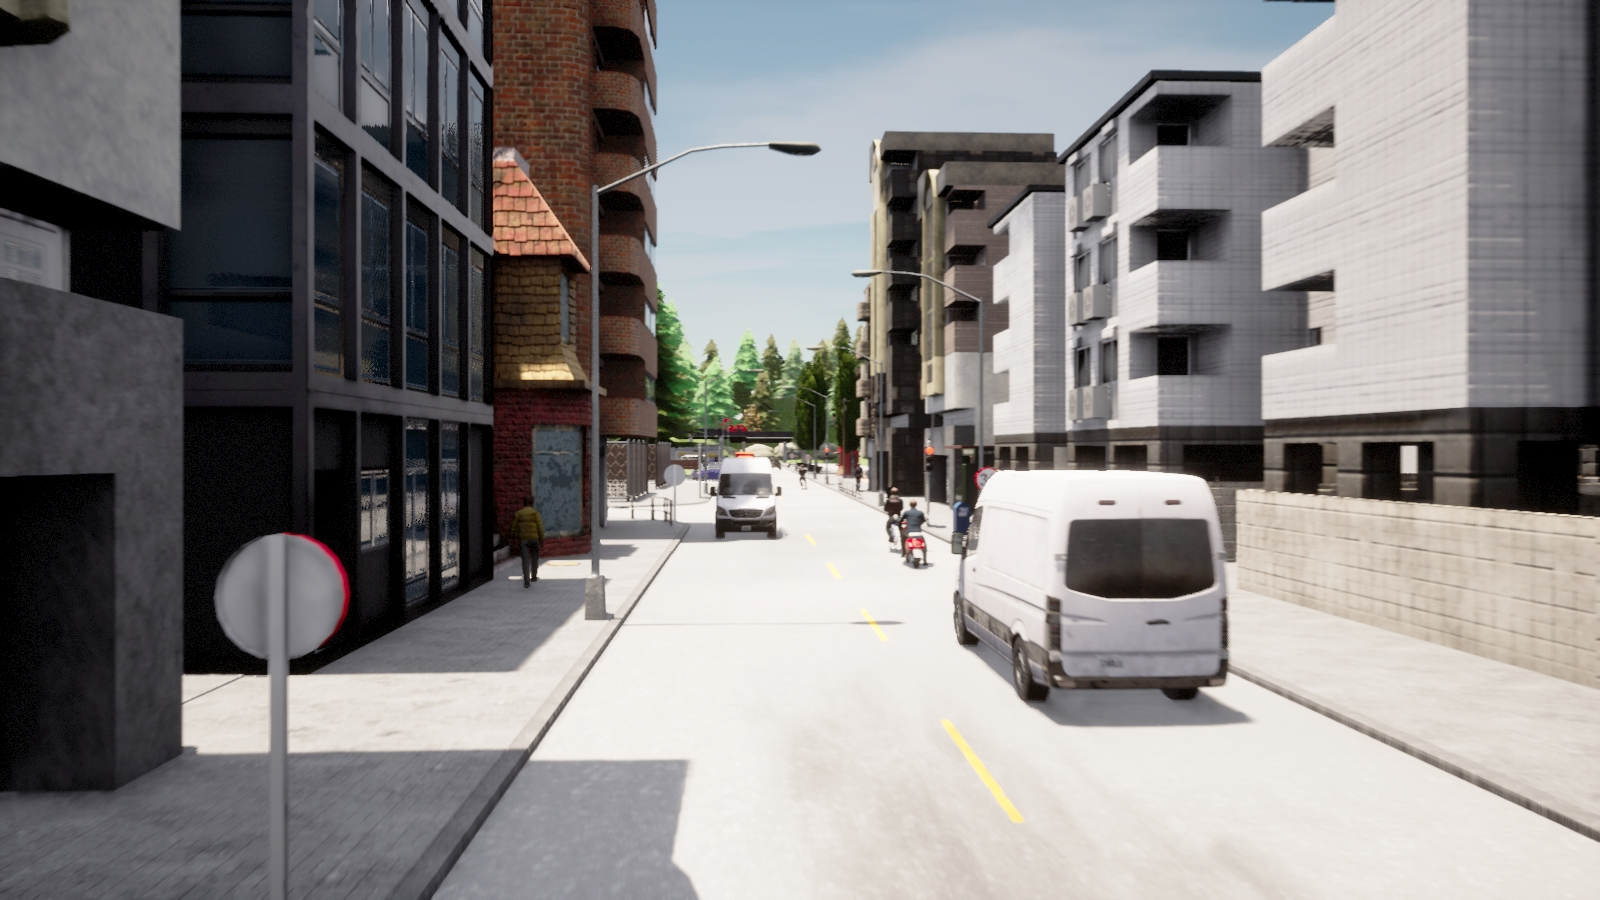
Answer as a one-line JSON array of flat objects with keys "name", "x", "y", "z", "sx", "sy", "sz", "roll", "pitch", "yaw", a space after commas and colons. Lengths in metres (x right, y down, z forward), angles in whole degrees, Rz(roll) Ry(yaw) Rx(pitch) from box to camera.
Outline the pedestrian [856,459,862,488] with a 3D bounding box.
[{"name": "pedestrian", "x": 3.799, "y": 1.521, "z": 73.972, "sx": 0.375, "sy": 1.860, "sz": 0.375, "roll": 0, "pitch": 0, "yaw": 0}]

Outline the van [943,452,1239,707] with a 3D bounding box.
[{"name": "van", "x": 3.336, "y": 1.314, "z": 14.561, "sx": 1.988, "sy": 2.561, "sz": 5.915, "roll": 0, "pitch": 0, "yaw": -3}]

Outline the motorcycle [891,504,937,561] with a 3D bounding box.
[{"name": "motorcycle", "x": 2.722, "y": 1.961, "z": 27.527, "sx": 0.856, "sy": 1.236, "sz": 1.805, "roll": 0, "pitch": 0, "yaw": -3}]

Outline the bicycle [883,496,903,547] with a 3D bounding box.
[{"name": "bicycle", "x": 2.546, "y": 1.939, "z": 31.397, "sx": 0.329, "sy": 1.271, "sz": 1.835, "roll": 0, "pitch": 0, "yaw": -3}]

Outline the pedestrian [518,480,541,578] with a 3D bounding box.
[{"name": "pedestrian", "x": -5.230, "y": 1.525, "z": 22.111, "sx": 0.375, "sy": 1.860, "sz": 0.375, "roll": 0, "pitch": 0, "yaw": -5}]

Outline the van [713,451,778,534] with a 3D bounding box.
[{"name": "van", "x": -1.811, "y": 1.315, "z": 38.129, "sx": 1.988, "sy": 2.561, "sz": 5.915, "roll": 0, "pitch": 0, "yaw": -3}]
